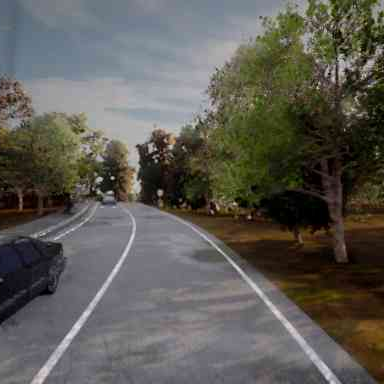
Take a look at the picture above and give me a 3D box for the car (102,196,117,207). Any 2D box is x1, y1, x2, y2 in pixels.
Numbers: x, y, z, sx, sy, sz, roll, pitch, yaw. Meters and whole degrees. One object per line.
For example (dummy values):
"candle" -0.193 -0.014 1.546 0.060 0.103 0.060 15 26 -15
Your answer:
"car" -11.655 1.275 46.772 1.812 1.442 4.674 1 0 -14

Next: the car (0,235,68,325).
"car" -3.836 1.528 5.873 2.033 1.411 5.357 0 0 -3
